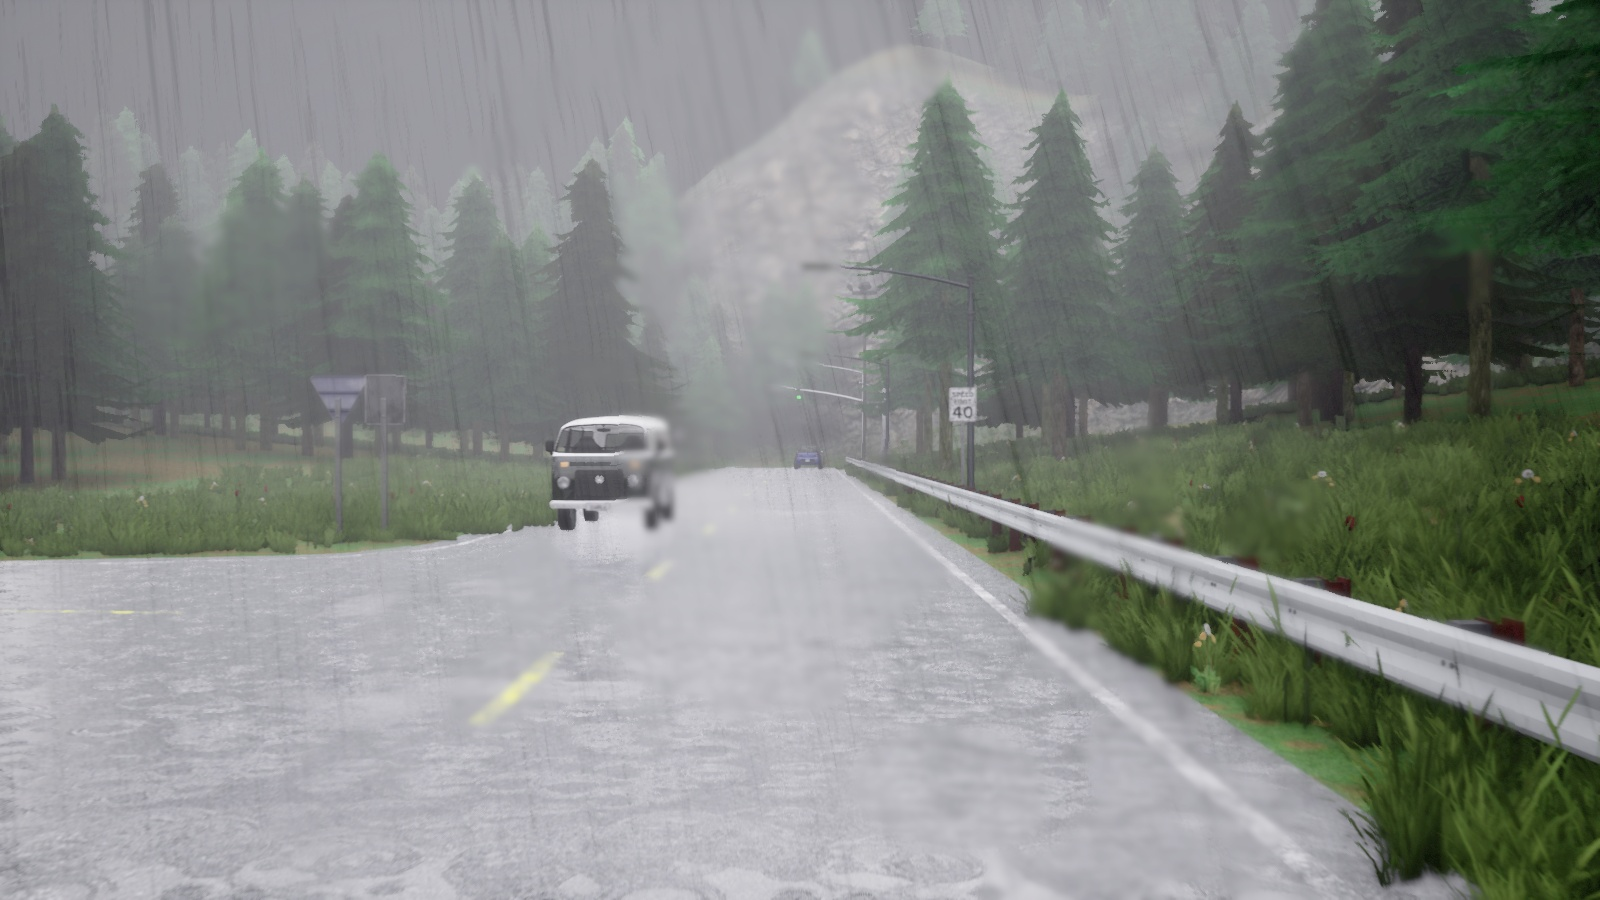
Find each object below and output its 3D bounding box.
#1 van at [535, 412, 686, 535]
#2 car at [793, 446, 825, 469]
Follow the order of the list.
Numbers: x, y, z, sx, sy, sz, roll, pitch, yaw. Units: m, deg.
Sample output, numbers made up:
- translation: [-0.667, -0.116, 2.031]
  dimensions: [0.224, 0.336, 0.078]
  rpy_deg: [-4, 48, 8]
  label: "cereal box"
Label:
- translation: [-3.351, 0.380, 23.120]
  dimensions: [2.069, 2.038, 4.480]
  rpy_deg: [0, 0, 0]
  label: "van"
- translation: [0.623, 0.458, 80.018]
  dimensions: [1.816, 1.474, 4.193]
  rpy_deg: [0, 0, 4]
  label: "car"
